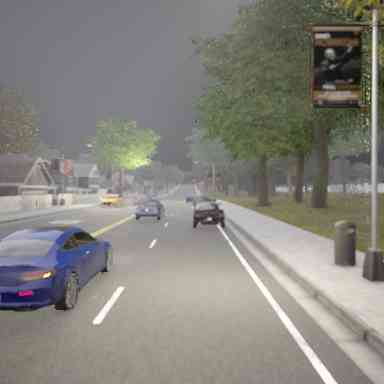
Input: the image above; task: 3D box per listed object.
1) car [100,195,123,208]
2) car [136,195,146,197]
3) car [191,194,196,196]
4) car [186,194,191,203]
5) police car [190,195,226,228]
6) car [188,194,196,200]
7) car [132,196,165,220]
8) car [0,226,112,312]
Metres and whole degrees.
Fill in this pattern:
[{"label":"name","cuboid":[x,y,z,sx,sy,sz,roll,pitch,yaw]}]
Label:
[{"label":"car","cuboid":[-9.835,1.098,41.039,1.882,1.535,5.008,0,0,0]},{"label":"car","cuboid":[-6.582,1.130,43.595,1.812,1.442,4.674,0,0,0]},{"label":"car","cuboid":[0.978,1.216,30.823,1.837,1.490,4.892,0,1,0]},{"label":"car","cuboid":[0.006,1.042,54.285,1.882,1.535,5.008,0,0,0]},{"label":"police car","cuboid":[0.977,1.251,20.932,1.930,1.638,5.238,0,1,0]},{"label":"car","cuboid":[0.009,1.061,74.681,1.895,1.301,4.718,0,0,0]},{"label":"car","cuboid":[-3.145,1.317,25.636,2.033,1.411,5.357,0,1,0]},{"label":"car","cuboid":[-3.148,1.489,7.523,1.812,1.442,4.674,0,0,0]}]
